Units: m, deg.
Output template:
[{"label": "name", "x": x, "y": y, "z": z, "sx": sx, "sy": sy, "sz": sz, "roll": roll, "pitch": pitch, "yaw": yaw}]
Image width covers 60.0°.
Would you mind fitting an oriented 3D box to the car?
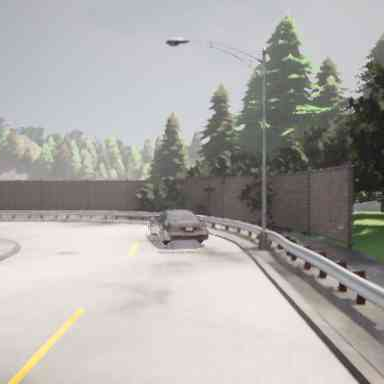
[{"label": "car", "x": -0.786, "y": 1.525, "z": 15.746, "sx": 2.033, "sy": 1.411, "sz": 5.357, "roll": 0, "pitch": 0, "yaw": -16}]
